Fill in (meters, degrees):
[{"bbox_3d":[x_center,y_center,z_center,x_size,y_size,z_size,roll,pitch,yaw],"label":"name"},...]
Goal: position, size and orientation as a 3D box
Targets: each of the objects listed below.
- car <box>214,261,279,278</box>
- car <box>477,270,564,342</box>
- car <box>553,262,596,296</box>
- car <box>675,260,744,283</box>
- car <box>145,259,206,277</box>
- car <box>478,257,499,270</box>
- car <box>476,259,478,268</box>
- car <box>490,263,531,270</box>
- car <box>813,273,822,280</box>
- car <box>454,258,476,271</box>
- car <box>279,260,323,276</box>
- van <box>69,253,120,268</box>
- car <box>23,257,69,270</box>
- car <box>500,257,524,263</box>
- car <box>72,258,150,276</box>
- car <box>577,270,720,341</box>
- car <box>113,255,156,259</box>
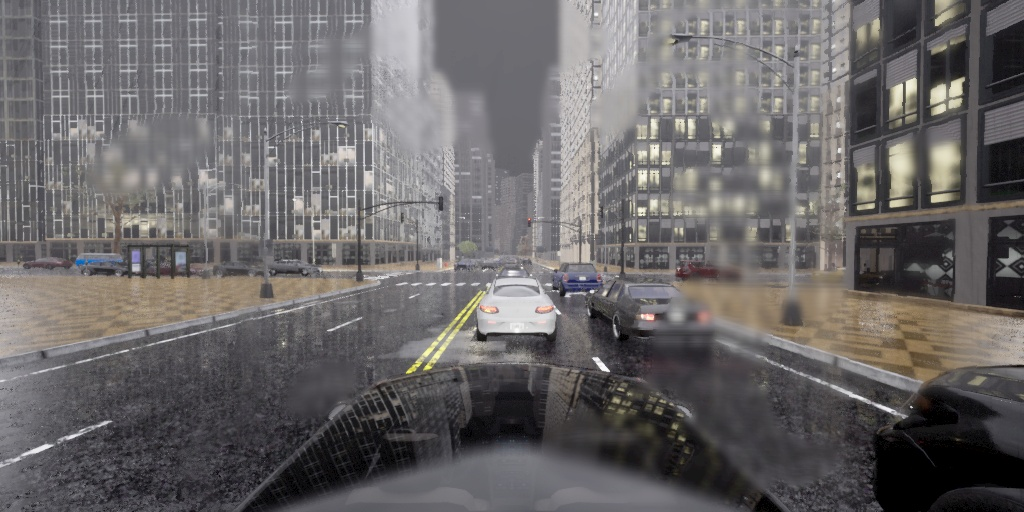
[{"bbox_3d":[-22.707,1.174,30.299,4.313,1.339,1.948,0,0,1],"label":"car"},{"bbox_3d":[0.106,1.272,9.671,1.812,1.442,4.674,0,0,0],"label":"car"},{"bbox_3d":[3.364,1.093,19.195,2.097,1.767,4.553,0,0,0],"label":"car"},{"bbox_3d":[16.217,1.269,29.739,5.009,1.841,2.192,0,0,1],"label":"car"},{"bbox_3d":[-28.391,1.138,30.437,4.207,1.307,1.802,0,0,1],"label":"car"},{"bbox_3d":[-3.300,1.262,51.255,2.033,1.411,5.357,0,0,0],"label":"car"},{"bbox_3d":[-6.539,1.211,58.369,1.837,1.490,4.892,0,0,0],"label":"car"},{"bbox_3d":[0.114,1.288,18.916,2.033,1.411,5.357,0,0,0],"label":"car"},{"bbox_3d":[27.665,1.579,29.533,4.829,1.417,1.751,0,0,1],"label":"car"},{"bbox_3d":[-6.584,1.068,49.272,2.097,1.767,4.553,0,0,1],"label":"car"},{"bbox_3d":[-20.002,1.080,32.950,4.902,1.511,2.128,1,1,1],"label":"car"},{"bbox_3d":[-45.256,0.605,39.285,3.998,1.789,1.690,0,0,1],"label":"van"},{"bbox_3d":[-50.938,0.793,39.405,4.207,1.307,1.802,0,0,1],"label":"car"},{"bbox_3d":[0.004,1.213,46.069,2.128,1.511,4.902,0,0,4],"label":"car"},{"bbox_3d":[-34.072,1.069,30.615,4.313,1.339,1.948,0,0,1],"label":"car"},{"bbox_3d":[3.359,1.294,9.810,2.033,1.411,5.357,0,0,0],"label":"car"},{"bbox_3d":[-33.449,0.944,33.236,5.008,1.535,1.882,0,1,1],"label":"car"}]
